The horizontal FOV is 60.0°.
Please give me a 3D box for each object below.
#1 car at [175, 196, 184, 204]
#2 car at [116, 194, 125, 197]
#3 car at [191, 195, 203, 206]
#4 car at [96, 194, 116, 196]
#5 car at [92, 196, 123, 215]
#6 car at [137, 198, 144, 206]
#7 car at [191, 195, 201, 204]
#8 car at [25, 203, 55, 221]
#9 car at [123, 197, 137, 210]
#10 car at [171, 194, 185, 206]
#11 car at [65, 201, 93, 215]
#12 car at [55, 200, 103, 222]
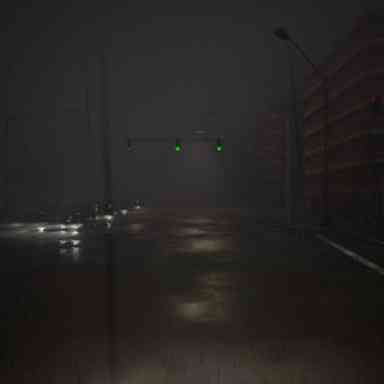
[{"bbox_3d":[-2.601,1.698,71.428,1.812,1.442,4.674,0,0,0],"label":"car"},{"bbox_3d":[-13.184,1.422,59.181,2.150,2.045,5.566,0,0,1],"label":"car"},{"bbox_3d":[0.964,1.687,60.678,2.128,1.511,4.902,0,0,0],"label":"car"},{"bbox_3d":[-13.267,1.465,48.765,2.150,2.045,5.566,0,0,0],"label":"car"},{"bbox_3d":[-9.805,1.634,38.468,2.097,1.767,4.553,0,0,0],"label":"car"},{"bbox_3d":[-9.685,1.751,58.650,2.033,1.411,5.357,0,0,0],"label":"car"},{"bbox_3d":[0.897,1.529,71.071,2.097,1.767,4.553,0,0,0],"label":"car"},{"bbox_3d":[-13.335,1.765,30.457,1.882,1.535,5.008,0,0,0],"label":"car"},{"bbox_3d":[-9.773,1.792,48.113,2.033,1.411,5.357,0,0,0],"label":"car"},{"bbox_3d":[-2.536,1.417,60.715,2.150,2.045,5.566,0,0,0],"label":"car"},{"bbox_3d":[-13.307,1.843,39.449,1.994,1.385,4.181,0,0,0],"label":"car"},{"bbox_3d":[-9.837,1.774,29.424,2.128,1.511,4.902,0,0,0],"label":"car"}]
